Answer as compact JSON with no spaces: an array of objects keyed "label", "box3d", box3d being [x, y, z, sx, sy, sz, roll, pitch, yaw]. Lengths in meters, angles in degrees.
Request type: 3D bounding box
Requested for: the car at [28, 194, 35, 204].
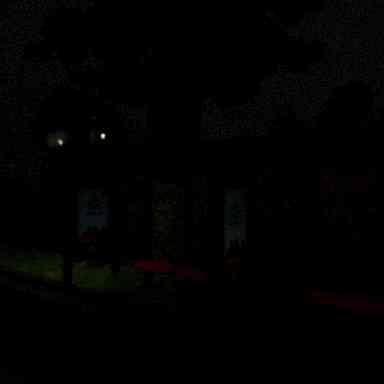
[{"label":"car","box3d":[-24.847,1.044,49.545,3.806,1.475,1.970,0,0,36]}]
